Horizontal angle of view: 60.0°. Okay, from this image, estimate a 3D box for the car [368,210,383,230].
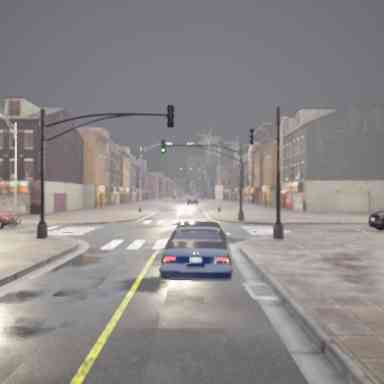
[{"bbox_3d":[12.358,1.584,18.899,4.313,1.339,1.947,0,0,0],"label":"car"}]

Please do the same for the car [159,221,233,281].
[{"bbox_3d":[0.208,1.583,9.975,2.033,1.411,5.357,0,0,3],"label":"car"}]

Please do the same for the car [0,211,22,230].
[{"bbox_3d":[-13.538,1.640,21.469,4.674,1.442,1.812,0,0,0],"label":"car"}]

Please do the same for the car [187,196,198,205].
[{"bbox_3d":[0.121,1.617,64.059,2.097,1.767,4.553,0,0,0],"label":"car"}]

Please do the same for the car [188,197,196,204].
[{"bbox_3d":[0.024,1.789,73.719,1.882,1.535,5.008,0,0,0],"label":"car"}]
